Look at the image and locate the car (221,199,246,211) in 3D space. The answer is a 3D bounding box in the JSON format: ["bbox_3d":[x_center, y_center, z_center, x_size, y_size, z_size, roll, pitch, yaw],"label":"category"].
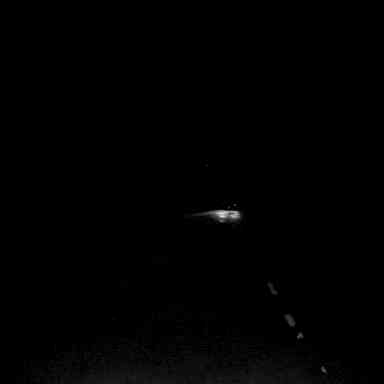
[{"bbox_3d":[4.981,1.470,39.433,1.895,1.301,4.718,2,1,23],"label":"car"}]

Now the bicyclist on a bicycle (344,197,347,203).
[{"bbox_3d":[34.856,1.800,75.258,1.509,1.612,0.866,2,2,-41],"label":"bicyclist on a bicycle"}]

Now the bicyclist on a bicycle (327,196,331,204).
[{"bbox_3d":[28.373,1.703,68.903,0.582,1.620,1.656,4,2,44],"label":"bicyclist on a bicycle"}]
